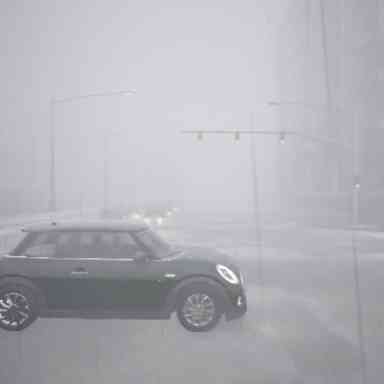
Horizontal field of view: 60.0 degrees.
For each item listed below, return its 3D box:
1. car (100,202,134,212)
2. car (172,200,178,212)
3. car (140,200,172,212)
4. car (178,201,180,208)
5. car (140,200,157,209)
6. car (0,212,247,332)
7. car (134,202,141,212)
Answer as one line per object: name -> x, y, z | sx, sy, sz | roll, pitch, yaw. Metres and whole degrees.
car -> -7.097, 1.685, 30.931 | 1.882, 1.535, 5.008 | 0, 0, 1
car -> -3.343, 1.851, 42.944 | 1.994, 1.385, 4.181 | 0, 0, 3
car -> -3.549, 1.773, 33.713 | 2.033, 1.411, 5.357 | 0, 0, 1
car -> -3.097, 1.929, 54.797 | 1.994, 1.385, 4.181 | 0, 0, 1
car -> -6.667, 1.947, 51.844 | 1.895, 1.301, 4.718 | 0, 0, 1
car -> -1.276, 1.385, 6.400 | 4.553, 1.767, 2.097 | 0, 0, 1
car -> -6.917, 1.870, 40.270 | 1.895, 1.301, 4.718 | 0, 0, 1
